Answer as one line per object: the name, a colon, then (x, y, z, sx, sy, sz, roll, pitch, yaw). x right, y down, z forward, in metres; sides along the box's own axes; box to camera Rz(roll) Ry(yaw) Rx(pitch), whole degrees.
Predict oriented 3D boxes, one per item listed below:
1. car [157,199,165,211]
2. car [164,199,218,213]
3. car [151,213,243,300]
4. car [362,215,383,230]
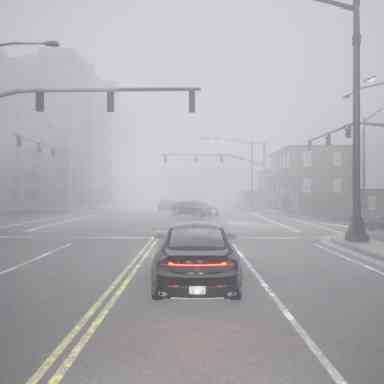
car: (-3.623, 1.980, 47.529, 2.150, 2.045, 5.566, 0, -7, 0)
car: (0.149, 1.430, 28.290, 2.128, 1.511, 4.902, -1, 1, -41)
car: (0.095, 1.505, 8.353, 1.837, 1.490, 4.892, 0, 0, 0)
car: (16.051, 2.655, 28.237, 4.181, 1.385, 1.994, 8, 0, 0)
